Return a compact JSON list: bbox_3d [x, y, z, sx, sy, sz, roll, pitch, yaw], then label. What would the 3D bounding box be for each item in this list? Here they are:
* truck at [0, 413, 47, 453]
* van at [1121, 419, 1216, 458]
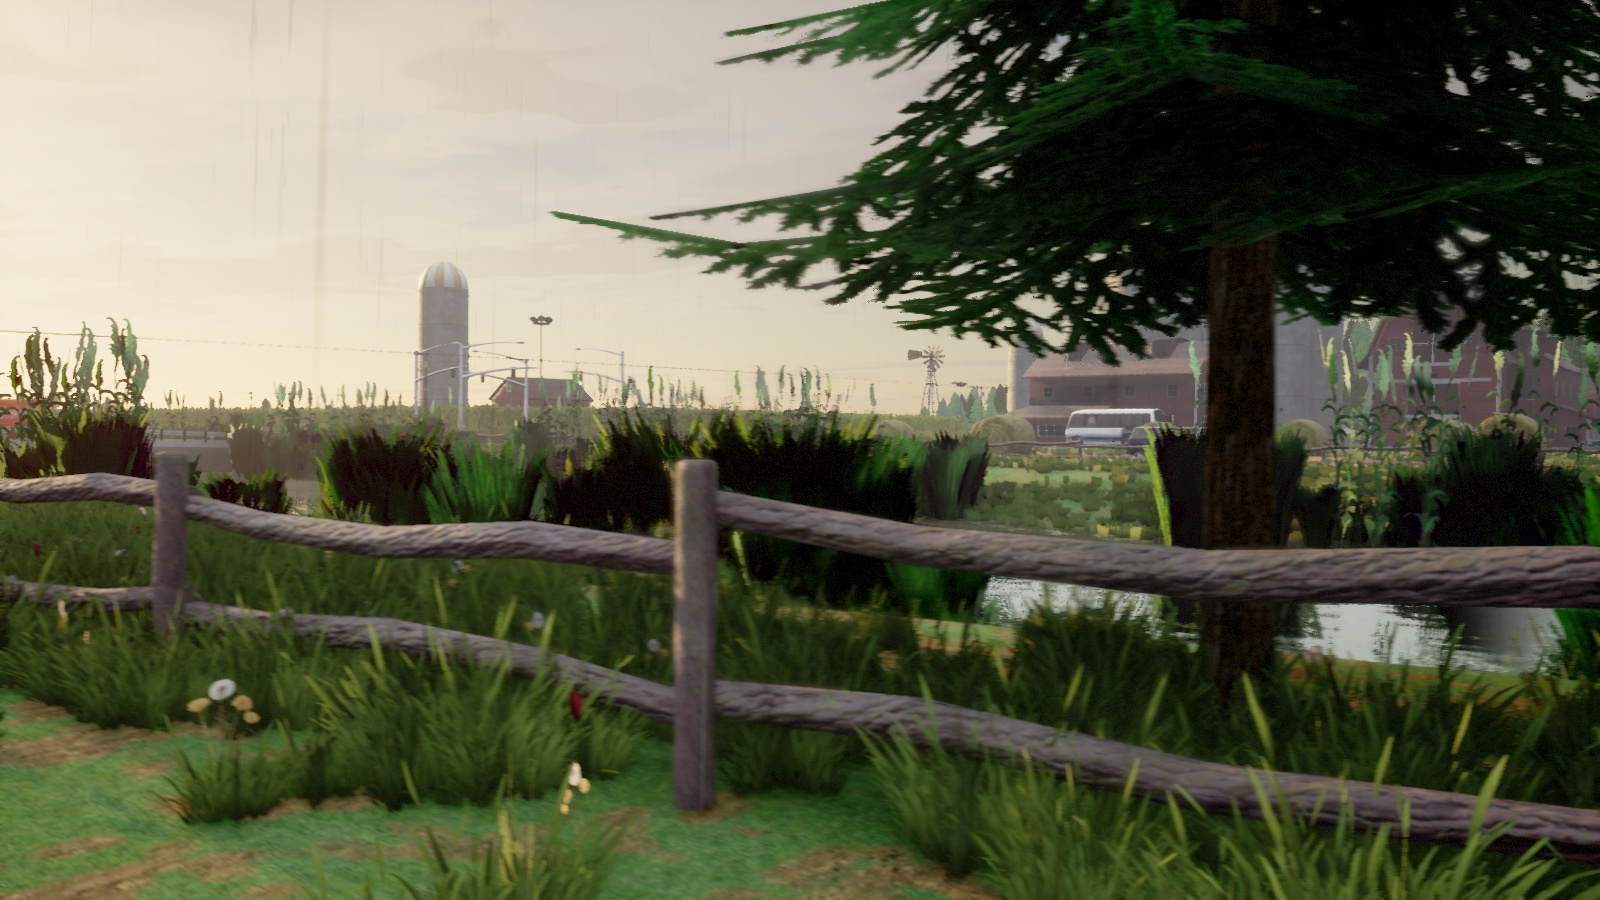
[{"bbox_3d":[-51.632,-1.074,80.548,5.204,2.467,2.627,-2,2,-43],"label":"truck"},{"bbox_3d":[19.193,-0.613,65.505,4.442,1.987,1.775,0,1,42],"label":"van"}]
